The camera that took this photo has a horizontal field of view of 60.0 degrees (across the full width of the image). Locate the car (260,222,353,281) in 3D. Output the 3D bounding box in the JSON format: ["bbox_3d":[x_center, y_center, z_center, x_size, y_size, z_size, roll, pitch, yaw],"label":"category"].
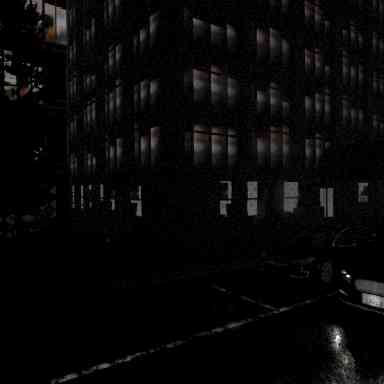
[{"bbox_3d":[3.800,1.549,9.305,4.403,1.369,2.008,0,-1,-36],"label":"car"}]

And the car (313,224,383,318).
[{"bbox_3d":[4.930,1.489,6.796,4.902,1.511,2.128,0,0,-36],"label":"car"}]
